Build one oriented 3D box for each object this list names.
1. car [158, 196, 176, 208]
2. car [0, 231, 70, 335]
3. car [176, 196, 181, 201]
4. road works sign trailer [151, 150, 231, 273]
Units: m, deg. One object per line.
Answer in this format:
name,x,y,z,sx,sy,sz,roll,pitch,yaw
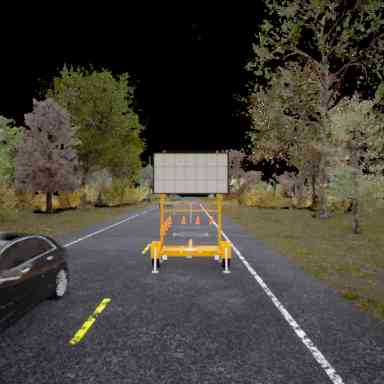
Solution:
car,-3.790,1.631,48.500,1.994,1.385,4.181,0,0,0
car,-3.620,1.507,5.559,1.837,1.490,4.892,0,0,0
car,-3.860,1.768,88.717,1.994,1.385,4.181,0,0,0
road works sign trailer,-0.036,0.469,10.672,2.380,3.560,2.880,0,0,0
